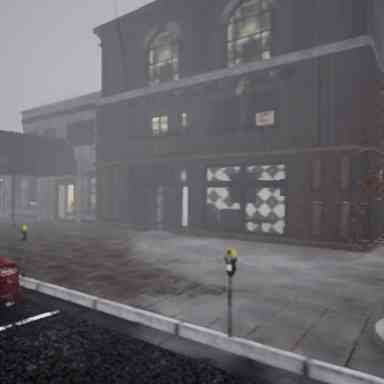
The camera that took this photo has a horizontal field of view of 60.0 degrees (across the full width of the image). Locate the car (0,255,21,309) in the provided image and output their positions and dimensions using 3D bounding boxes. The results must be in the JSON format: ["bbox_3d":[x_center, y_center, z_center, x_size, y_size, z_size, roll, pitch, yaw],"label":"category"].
[{"bbox_3d":[-5.177,1.540,6.564,4.507,1.381,1.887,0,0,36],"label":"car"}]
